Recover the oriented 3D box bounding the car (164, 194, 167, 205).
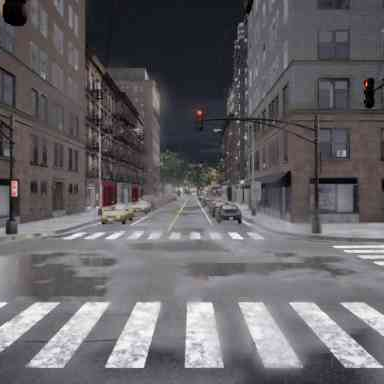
[{"bbox_3d":[-5.395,1.446,52.075,1.967,1.590,4.097,0,0,0],"label":"car"}]

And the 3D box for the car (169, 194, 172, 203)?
[{"bbox_3d":[-5.389,1.574,63.040,1.947,1.339,4.313,0,0,0],"label":"car"}]

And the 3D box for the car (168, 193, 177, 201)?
[{"bbox_3d":[-5.373,1.330,90.450,2.192,1.841,5.009,0,0,0],"label":"car"}]

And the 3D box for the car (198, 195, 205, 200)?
[{"bbox_3d":[2.657,1.597,90.447,1.802,1.307,4.206,0,0,0],"label":"car"}]

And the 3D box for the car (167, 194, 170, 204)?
[{"bbox_3d":[-5.392,1.557,57.557,2.008,1.369,4.403,0,0,0],"label":"car"}]

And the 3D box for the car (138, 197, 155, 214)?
[{"bbox_3d":[-5.405,1.528,35.459,1.752,1.417,4.829,0,0,0],"label":"car"}]

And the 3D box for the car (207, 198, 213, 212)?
[{"bbox_3d":[2.643,1.547,30.145,1.887,1.381,4.507,0,0,0],"label":"car"}]

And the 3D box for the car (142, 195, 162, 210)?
[{"bbox_3d":[-5.401,1.319,41.111,2.192,1.841,5.009,0,0,0],"label":"car"}]

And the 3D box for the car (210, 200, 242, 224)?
[{"bbox_3d":[2.642,1.552,24.664,2.008,1.369,4.403,0,0,0],"label":"car"}]

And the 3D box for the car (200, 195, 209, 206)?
[{"bbox_3d":[2.648,1.557,52.073,2.008,1.369,4.403,0,0,0],"label":"car"}]

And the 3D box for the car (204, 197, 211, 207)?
[{"bbox_3d":[2.644,1.554,35.627,2.008,1.369,4.403,0,0,0],"label":"car"}]

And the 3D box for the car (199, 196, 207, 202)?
[{"bbox_3d":[2.654,1.556,79.483,1.887,1.381,4.507,0,0,0],"label":"car"}]

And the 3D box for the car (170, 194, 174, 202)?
[{"bbox_3d":[-5.385,1.324,68.522,2.192,1.841,5.009,0,0,0],"label":"car"}]

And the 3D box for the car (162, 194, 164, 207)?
[{"bbox_3d":[-5.398,1.445,46.593,1.967,1.590,4.097,0,0,0],"label":"car"}]

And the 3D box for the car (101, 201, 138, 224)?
[{"bbox_3d":[-5.411,1.527,24.495,1.752,1.417,4.829,0,0,0],"label":"car"}]
